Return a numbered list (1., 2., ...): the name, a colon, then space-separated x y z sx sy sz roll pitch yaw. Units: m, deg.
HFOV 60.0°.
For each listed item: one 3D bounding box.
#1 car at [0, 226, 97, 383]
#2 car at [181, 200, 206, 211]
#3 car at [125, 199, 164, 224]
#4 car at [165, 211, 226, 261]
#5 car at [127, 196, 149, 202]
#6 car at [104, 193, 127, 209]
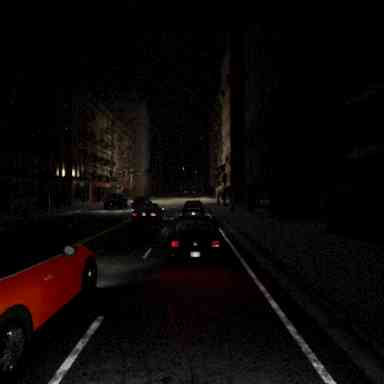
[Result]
1. car: -3.150 1.343 5.543 2.097 1.767 4.553 0 0 0
2. car: 0.109 1.448 28.581 1.837 1.490 4.892 0 0 0
3. car: -3.141 1.501 24.146 2.033 1.411 5.357 0 0 0
4. car: 0.105 1.579 12.169 1.895 1.301 4.718 0 0 0
5. car: -6.495 1.264 42.500 2.097 1.767 4.553 0 0 0
6. car: -9.738 1.128 43.021 2.150 2.045 5.566 0 0 0
